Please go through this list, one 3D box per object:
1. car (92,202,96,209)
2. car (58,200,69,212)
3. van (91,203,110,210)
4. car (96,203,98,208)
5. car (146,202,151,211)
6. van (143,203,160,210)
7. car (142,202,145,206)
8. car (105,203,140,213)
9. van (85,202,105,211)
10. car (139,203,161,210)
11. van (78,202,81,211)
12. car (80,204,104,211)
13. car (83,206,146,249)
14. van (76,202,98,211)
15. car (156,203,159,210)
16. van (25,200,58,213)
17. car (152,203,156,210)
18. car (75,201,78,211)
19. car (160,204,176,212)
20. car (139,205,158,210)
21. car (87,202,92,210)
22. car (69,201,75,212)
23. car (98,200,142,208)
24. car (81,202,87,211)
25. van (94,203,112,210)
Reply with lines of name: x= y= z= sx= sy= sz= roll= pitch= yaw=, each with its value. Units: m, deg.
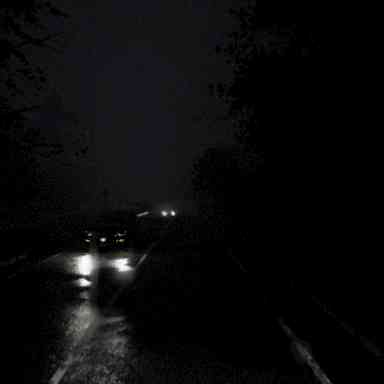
car: x=-24.080 y=3.318 z=71.582 sx=5.008 sy=1.535 sz=2.097 roll=0 pitch=-3 yaw=-1
car: x=-23.961 y=2.302 z=54.993 sx=5.566 sy=2.045 sz=2.435 roll=0 pitch=-2 yaw=-1
van: x=-24.120 y=3.875 z=88.046 sx=4.442 sy=1.987 sz=1.878 roll=0 pitch=-3 yaw=-1
car: x=-24.105 y=3.448 z=74.349 sx=4.892 sy=1.521 sz=2.231 roll=0 pitch=-3 yaw=-1
car: x=-10.874 y=2.547 z=60.435 sx=5.566 sy=2.045 sz=2.435 roll=0 pitch=-3 yaw=-1
van: x=-11.065 y=4.053 z=90.919 sx=4.442 sy=1.987 sz=1.878 roll=0 pitch=-4 yaw=-1
car: x=-10.858 y=2.550 z=54.880 sx=5.008 sy=1.535 sz=2.097 roll=0 pitch=-3 yaw=-1
car: x=-10.832 y=2.438 z=52.110 sx=4.892 sy=1.521 sz=2.231 roll=0 pitch=-2 yaw=-1
van: x=-24.070 y=3.609 z=82.661 sx=4.442 sy=1.987 sz=1.878 roll=0 pitch=-3 yaw=-1
car: x=-11.185 y=3.854 z=88.148 sx=5.566 sy=2.045 sz=2.435 roll=0 pitch=-4 yaw=-1
van: x=-24.126 y=2.706 z=63.290 sx=4.442 sy=1.987 sz=1.878 roll=0 pitch=-3 yaw=-1
car: x=-23.977 y=3.702 z=79.886 sx=5.366 sy=1.575 sz=1.946 roll=0 pitch=-3 yaw=-1
car: x=-3.486 y=1.633 z=15.386 sx=1.837 sy=1.490 sz=4.892 roll=0 pitch=-1 yaw=-1
van: x=-24.253 y=3.351 z=77.125 sx=4.442 sy=1.987 sz=1.878 roll=0 pitch=-3 yaw=-1
car: x=-11.083 y=3.743 z=79.832 sx=4.674 sy=1.452 sz=2.002 roll=0 pitch=-3 yaw=-1
van: x=-24.024 y=2.209 z=52.102 sx=4.442 sy=1.987 sz=1.878 roll=0 pitch=-2 yaw=-1
car: x=-11.010 y=3.315 z=71.515 sx=5.008 sy=1.535 sz=2.097 roll=0 pitch=-3 yaw=-1
car: x=-23.977 y=2.804 z=60.513 sx=4.892 sy=1.521 sz=2.231 roll=0 pitch=-3 yaw=-1
car: x=-3.852 y=2.774 z=57.004 sx=1.895 sy=1.301 sz=4.718 roll=0 pitch=-2 yaw=0
car: x=-11.161 y=3.991 z=85.385 sx=4.792 sy=1.488 sz=2.163 roll=0 pitch=-3 yaw=-1
car: x=-24.054 y=3.183 z=68.689 sx=5.008 sy=1.535 sz=2.097 roll=0 pitch=-3 yaw=-1
car: x=-23.774 y=2.673 z=57.750 sx=5.366 sy=1.575 sz=1.946 roll=0 pitch=-3 yaw=-1
car: x=-10.616 y=2.328 z=49.346 sx=5.366 sy=1.575 sz=1.946 roll=0 pitch=-2 yaw=-1
car: x=-24.003 y=2.935 z=66.053 sx=4.553 sy=1.767 sz=2.185 roll=0 pitch=-3 yaw=-1
van: x=-24.379 y=4.056 z=90.941 sx=4.442 sy=1.987 sz=1.878 roll=0 pitch=-4 yaw=-1
